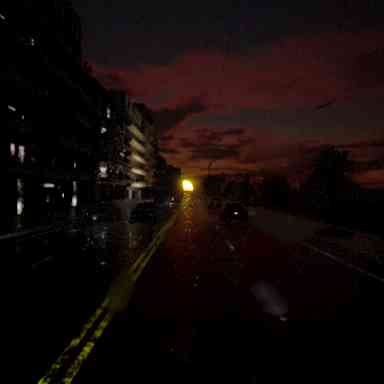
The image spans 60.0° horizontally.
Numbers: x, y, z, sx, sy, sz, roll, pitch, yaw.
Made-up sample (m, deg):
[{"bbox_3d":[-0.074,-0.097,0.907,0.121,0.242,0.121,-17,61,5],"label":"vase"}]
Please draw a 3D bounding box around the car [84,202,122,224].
[{"bbox_3d":[-6.602,1.511,25.008,2.128,1.511,4.902,0,0,0],"label":"car"}]

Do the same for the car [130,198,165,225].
[{"bbox_3d":[-3.352,1.497,24.703,1.882,1.535,5.008,0,0,0],"label":"car"}]

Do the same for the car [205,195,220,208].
[{"bbox_3d":[3.344,1.523,49.645,1.882,1.535,5.008,0,0,0],"label":"car"}]

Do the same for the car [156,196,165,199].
[{"bbox_3d":[-6.514,1.543,66.929,1.882,1.535,5.008,0,0,0],"label":"car"}]

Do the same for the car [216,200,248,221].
[{"bbox_3d":[3.345,1.586,27.279,1.994,1.385,4.181,0,0,0],"label":"car"}]

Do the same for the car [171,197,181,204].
[{"bbox_3d":[-3.261,1.609,66.933,2.033,1.411,5.357,0,0,0],"label":"car"}]
